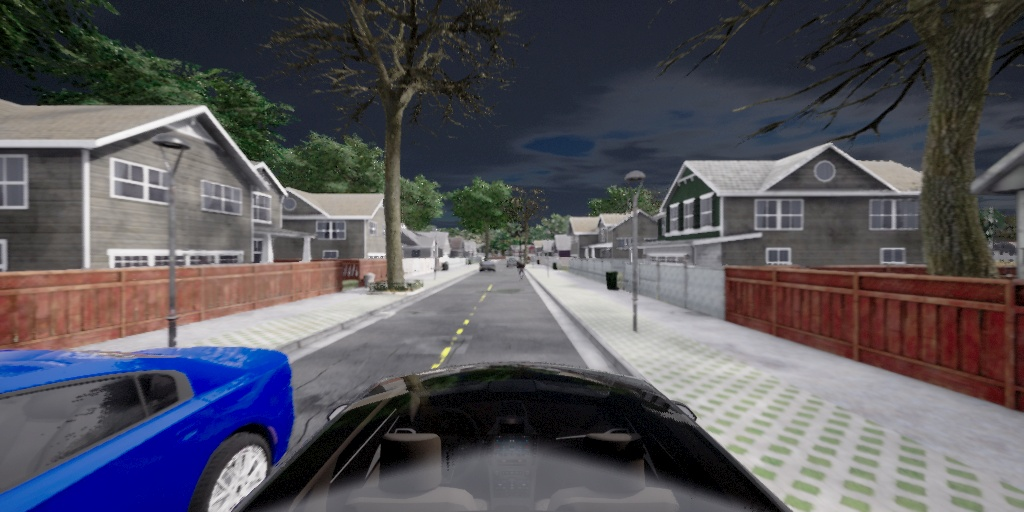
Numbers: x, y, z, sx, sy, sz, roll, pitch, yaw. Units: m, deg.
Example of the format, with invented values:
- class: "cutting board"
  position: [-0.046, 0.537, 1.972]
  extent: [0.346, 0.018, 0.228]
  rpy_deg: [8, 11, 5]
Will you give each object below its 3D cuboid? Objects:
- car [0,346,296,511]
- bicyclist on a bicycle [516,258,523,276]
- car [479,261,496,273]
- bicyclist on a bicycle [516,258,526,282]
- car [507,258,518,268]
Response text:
- class: "car"
  position: [-2.850, 1.228, 1.095]
  extent: [1.882, 1.535, 5.008]
  rpy_deg: [0, 0, 0]
- class: "bicyclist on a bicycle"
  position: [0.749, 1.088, 36.282]
  extent: [0.659, 1.776, 1.843]
  rpy_deg: [0, 0, 0]
- class: "car"
  position: [-2.850, 1.258, 42.630]
  extent: [2.033, 1.411, 5.357]
  rpy_deg: [0, 0, 0]
- class: "bicyclist on a bicycle"
  position: [0.751, 1.098, 27.283]
  extent: [0.659, 1.776, 1.843]
  rpy_deg: [0, 0, 0]
- class: "car"
  position: [0.034, 1.186, 60.338]
  extent: [2.128, 1.511, 4.902]
  rpy_deg: [0, 0, 0]
